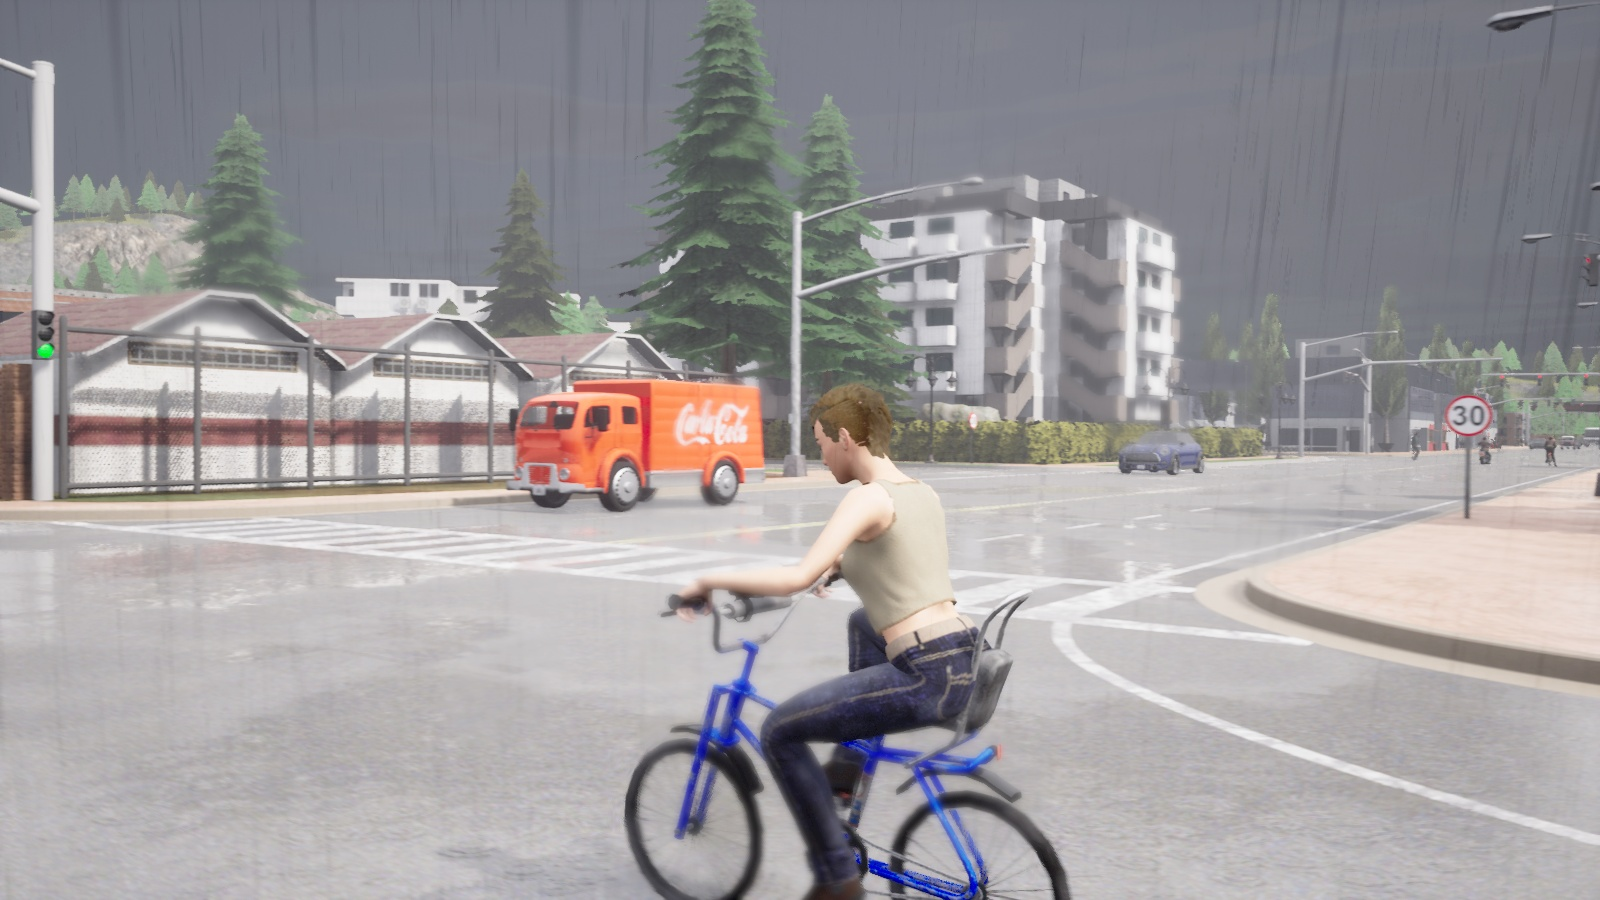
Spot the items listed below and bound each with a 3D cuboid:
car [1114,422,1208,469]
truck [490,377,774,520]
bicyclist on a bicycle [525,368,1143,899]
[{"bbox_3d":[14.052,-0.203,48.737,2.097,1.767,4.553,0,1,35],"label":"car"},{"bbox_3d":[-3.125,-0.063,24.544,2.627,2.467,5.204,0,1,35],"label":"truck"},{"bbox_3d":[0.085,0.618,3.561,1.509,1.612,0.866,0,1,34],"label":"bicyclist on a bicycle"}]
